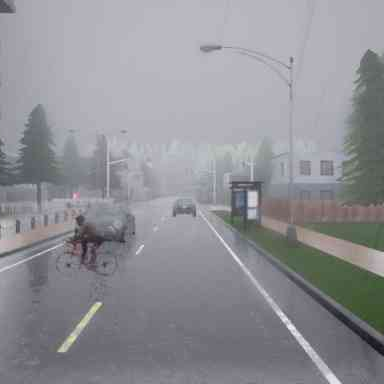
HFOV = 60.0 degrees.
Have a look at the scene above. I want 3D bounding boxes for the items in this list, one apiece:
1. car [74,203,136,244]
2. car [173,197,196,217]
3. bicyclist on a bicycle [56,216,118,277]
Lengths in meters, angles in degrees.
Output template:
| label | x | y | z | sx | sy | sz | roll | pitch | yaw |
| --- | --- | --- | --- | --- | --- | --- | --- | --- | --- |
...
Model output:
| label | x | y | z | sx | sy | sz | roll | pitch | yaw |
| --- | --- | --- | --- | --- | --- | --- | --- | --- | --- |
| car | -3.938 | 1.355 | 15.743 | 2.097 | 1.767 | 4.553 | 0 | 0 | -2 |
| car | -0.703 | 1.352 | 31.442 | 2.097 | 1.767 | 4.553 | 0 | 0 | -1 |
| bicyclist on a bicycle | -2.799 | 1.453 | 8.825 | 1.656 | 1.620 | 0.582 | -1 | 0 | -1 |
